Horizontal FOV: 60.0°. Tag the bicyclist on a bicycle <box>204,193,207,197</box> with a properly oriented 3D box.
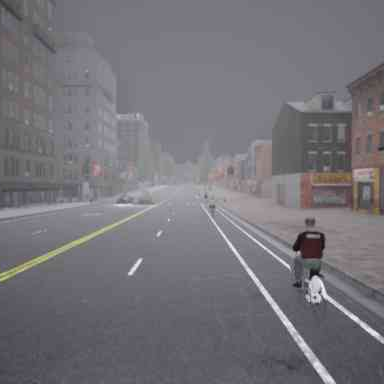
[{"bbox_3d":[2.016,0.943,48.240,0.659,1.776,1.843,0,1,0],"label":"bicyclist on a bicycle"}]

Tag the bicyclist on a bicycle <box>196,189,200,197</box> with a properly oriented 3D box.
[{"bbox_3d":[1.423,0.546,76.515,0.866,1.612,1.509,0,2,4],"label":"bicyclist on a bicycle"}]

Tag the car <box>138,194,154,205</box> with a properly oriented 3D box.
[{"bbox_3d":[-6.713,1.072,48.738,1.837,1.490,4.892,0,0,0],"label":"car"}]

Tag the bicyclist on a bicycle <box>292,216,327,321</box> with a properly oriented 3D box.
[{"bbox_3d":[2.175,1.338,6.344,0.659,1.776,1.843,0,1,0],"label":"bicyclist on a bicycle"}]

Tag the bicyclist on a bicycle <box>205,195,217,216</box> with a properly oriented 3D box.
[{"bbox_3d":[1.756,1.237,28.306,0.866,1.612,1.509,0,1,4],"label":"bicyclist on a bicycle"}]

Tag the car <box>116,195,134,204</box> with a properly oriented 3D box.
[{"bbox_3d":[-9.958,1.116,49.782,1.994,1.385,4.181,0,1,0],"label":"car"}]
